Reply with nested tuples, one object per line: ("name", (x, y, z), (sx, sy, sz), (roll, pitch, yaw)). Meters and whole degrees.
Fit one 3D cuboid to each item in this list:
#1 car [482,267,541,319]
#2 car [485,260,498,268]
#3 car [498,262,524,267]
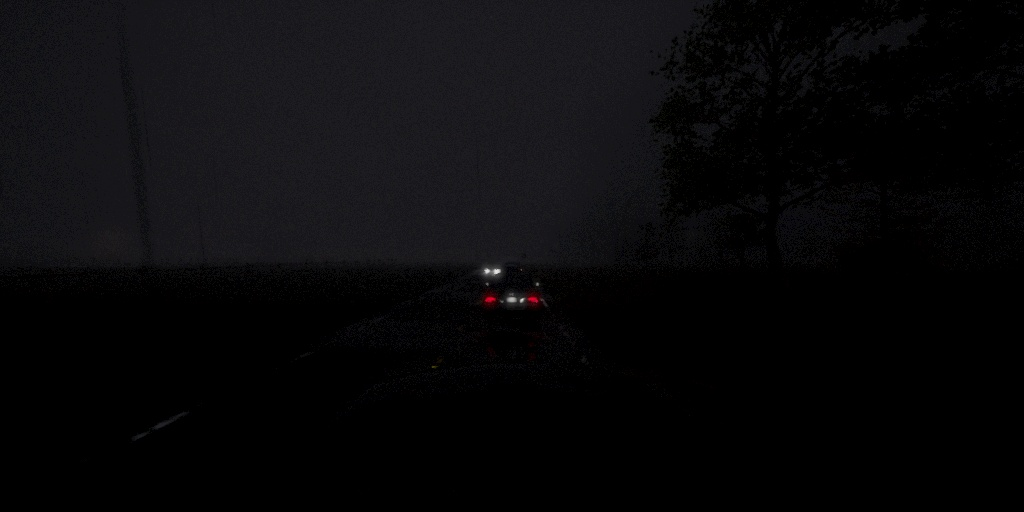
("car", (0.010, 1.273, 12.562), (2.033, 1.411, 5.357), (0, 0, 0))
("car", (-2.860, 1.218, 52.144), (1.895, 1.301, 4.718), (0, 0, 0))
("car", (0.014, 1.206, 30.420), (1.812, 1.442, 4.674), (0, 0, 0))
